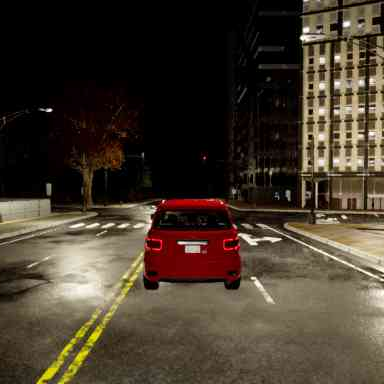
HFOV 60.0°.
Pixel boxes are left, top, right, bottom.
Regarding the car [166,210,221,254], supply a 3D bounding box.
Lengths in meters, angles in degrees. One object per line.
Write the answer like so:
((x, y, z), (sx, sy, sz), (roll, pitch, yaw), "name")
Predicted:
((0.062, 1.560, 14.154), (1.994, 1.385, 4.181), (0, 0, 0), "car")

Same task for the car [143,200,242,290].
((-0.022, 1.218, 9.215), (2.150, 2.045, 5.566), (0, 0, -1), "car")
